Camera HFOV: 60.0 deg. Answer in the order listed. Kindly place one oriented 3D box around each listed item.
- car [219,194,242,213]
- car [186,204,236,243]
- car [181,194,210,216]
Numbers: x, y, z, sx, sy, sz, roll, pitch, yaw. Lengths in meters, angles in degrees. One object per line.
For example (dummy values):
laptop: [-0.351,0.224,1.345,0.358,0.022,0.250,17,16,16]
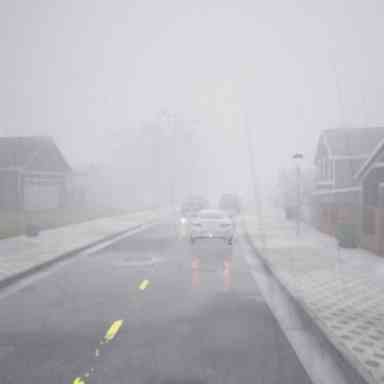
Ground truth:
car: [4.364,1.231,37.450,2.150,2.045,5.566,0,0,12]
car: [0.977,1.519,15.877,1.812,1.442,4.674,0,0,5]
car: [0.424,1.208,32.736,2.150,2.045,5.566,0,0,11]
